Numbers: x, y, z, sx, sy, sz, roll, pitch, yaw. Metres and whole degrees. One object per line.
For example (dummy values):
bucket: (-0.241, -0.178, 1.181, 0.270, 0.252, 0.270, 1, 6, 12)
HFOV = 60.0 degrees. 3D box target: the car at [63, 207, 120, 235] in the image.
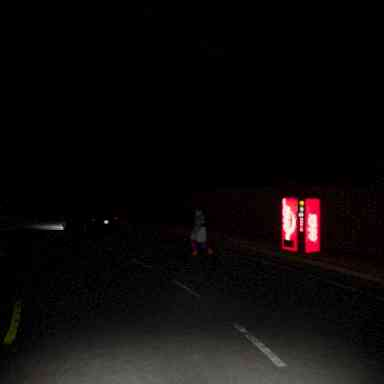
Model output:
car: (-5.827, 1.561, 19.054, 1.994, 1.385, 4.181, 0, 0, -40)

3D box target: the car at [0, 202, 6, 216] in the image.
car: (-19.021, 1.498, 30.769, 4.892, 1.490, 1.837, -1, 0, 38)

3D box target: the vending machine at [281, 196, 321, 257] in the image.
vending machine: (3.954, 1.193, 12.097, 1.100, 2.100, 0.880, 0, 0, -29)

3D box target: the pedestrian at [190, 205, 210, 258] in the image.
pedestrian: (0.267, 1.292, 11.544, 0.375, 1.860, 0.375, 0, 0, -31)
